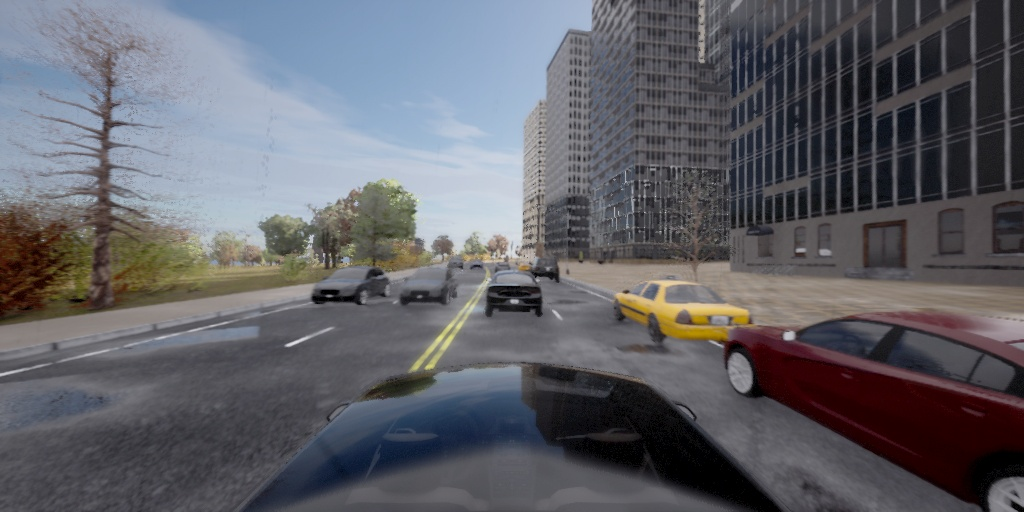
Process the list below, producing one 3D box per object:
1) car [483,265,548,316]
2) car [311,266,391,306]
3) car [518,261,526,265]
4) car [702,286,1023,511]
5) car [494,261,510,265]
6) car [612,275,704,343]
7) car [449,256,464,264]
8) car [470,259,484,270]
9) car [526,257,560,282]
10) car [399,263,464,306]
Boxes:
[{"bbox_3d":[0.048,1.269,13.601,1.882,1.535,5.008,1,0,-1],"label":"car"},{"bbox_3d":[-6.695,1.198,15.473,1.837,1.490,4.892,1,0,-1],"label":"car"},{"bbox_3d":[1.848,1.451,46.581,1.882,1.535,5.008,1,0,-4],"label":"car"},{"bbox_3d":[4.269,1.299,3.669,1.882,1.535,5.008,1,0,0],"label":"car"},{"bbox_3d":[-1.200,1.405,44.425,2.128,1.511,4.902,1,0,-4],"label":"car"},{"bbox_3d":[4.236,1.297,9.916,1.801,1.575,5.366,1,0,-1],"label":"car"},{"bbox_3d":[-8.798,1.083,57.190,2.150,2.045,5.566,1,0,-4],"label":"car"},{"bbox_3d":[-5.585,1.268,57.636,2.097,1.767,4.553,1,0,-4],"label":"car"},{"bbox_3d":[2.719,1.132,30.823,2.150,2.045,5.566,1,0,-3],"label":"car"},{"bbox_3d":[-3.449,1.249,15.670,1.837,1.490,4.892,1,0,-1],"label":"car"}]
